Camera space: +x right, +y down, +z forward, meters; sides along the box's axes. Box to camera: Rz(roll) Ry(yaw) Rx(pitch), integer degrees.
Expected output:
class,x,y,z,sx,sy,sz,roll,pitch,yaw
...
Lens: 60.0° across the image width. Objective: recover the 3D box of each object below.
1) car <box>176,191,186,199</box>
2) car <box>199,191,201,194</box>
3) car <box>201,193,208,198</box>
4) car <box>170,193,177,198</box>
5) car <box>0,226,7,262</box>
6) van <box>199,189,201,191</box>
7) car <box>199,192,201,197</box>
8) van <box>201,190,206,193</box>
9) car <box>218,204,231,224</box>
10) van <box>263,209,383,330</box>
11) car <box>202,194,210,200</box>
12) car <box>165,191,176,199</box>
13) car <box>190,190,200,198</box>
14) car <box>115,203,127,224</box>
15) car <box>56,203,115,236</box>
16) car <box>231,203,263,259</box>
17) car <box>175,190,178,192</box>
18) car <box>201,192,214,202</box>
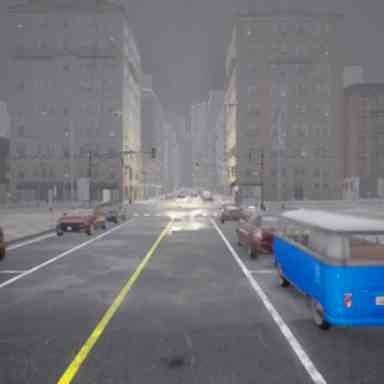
class,x,y,z,sx,sy,sz,roll,pitch,yaw
car,-2.566,1.058,78.285,1.895,1.301,4.718,0,1,0
car,3.239,0.992,82.954,1.802,1.307,4.206,0,1,0
car,3.287,0.927,88.509,1.802,1.307,4.206,0,1,0
car,-5.190,0.857,94.139,1.802,1.307,4.206,0,1,0
car,-5.767,1.283,6.607,2.192,1.841,5.009,0,0,0
van,3.336,0.617,94.057,1.690,1.788,3.998,0,1,0
car,3.139,1.062,71.848,1.887,1.381,4.507,0,0,0
van,3.090,0.905,66.296,1.690,1.788,3.998,0,0,0
car,2.762,1.459,23.538,1.802,1.307,4.206,0,0,0
van,2.758,1.309,6.603,1.690,1.788,3.998,0,0,0
car,3.189,1.049,77.403,1.802,1.307,4.206,0,1,0
car,-5.337,1.049,77.482,1.802,1.307,4.206,0,0,0
car,0.529,0.853,89.183,1.812,1.442,4.674,0,1,0
car,-5.763,1.444,23.541,1.947,1.339,4.313,0,0,0
car,-5.764,1.454,17.896,1.887,1.381,4.507,0,0,0
car,2.760,1.379,12.248,1.967,1.590,4.097,0,0,0
car,-5.238,0.895,88.587,2.008,1.369,4.403,0,1,0
car,3.043,1.192,60.746,1.802,1.307,4.206,0,0,0
